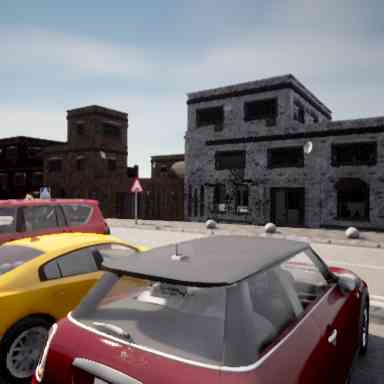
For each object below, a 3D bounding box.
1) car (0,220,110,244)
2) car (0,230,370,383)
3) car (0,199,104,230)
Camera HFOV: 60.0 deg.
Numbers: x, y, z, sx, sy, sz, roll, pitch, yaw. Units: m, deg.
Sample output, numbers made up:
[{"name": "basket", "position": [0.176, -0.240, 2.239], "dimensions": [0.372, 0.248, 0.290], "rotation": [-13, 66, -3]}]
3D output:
[{"name": "car", "position": [-1.839, 1.444, 5.544], "dimensions": [2.097, 1.535, 5.008], "rotation": [0, 0, 34]}, {"name": "car", "position": [0.670, 1.305, 3.835], "dimensions": [2.185, 1.767, 4.553], "rotation": [0, 0, 34]}, {"name": "car", "position": [-4.278, 1.206, 7.147], "dimensions": [2.435, 2.045, 5.566], "rotation": [-1, 0, 34]}]
